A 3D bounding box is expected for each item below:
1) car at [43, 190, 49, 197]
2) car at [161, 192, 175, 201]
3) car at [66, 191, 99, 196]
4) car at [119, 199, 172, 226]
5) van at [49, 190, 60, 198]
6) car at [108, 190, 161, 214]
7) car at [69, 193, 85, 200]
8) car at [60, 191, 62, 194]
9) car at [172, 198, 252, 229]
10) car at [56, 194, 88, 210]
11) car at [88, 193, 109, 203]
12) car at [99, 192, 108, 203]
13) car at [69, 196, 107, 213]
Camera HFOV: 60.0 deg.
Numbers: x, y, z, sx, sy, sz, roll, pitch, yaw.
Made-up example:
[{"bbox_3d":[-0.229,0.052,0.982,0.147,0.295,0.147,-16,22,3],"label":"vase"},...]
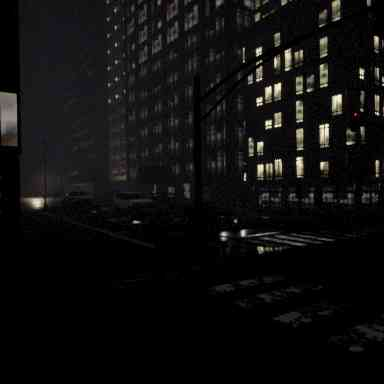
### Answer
[{"bbox_3d":[-35.695,0.688,84.636,2.008,1.369,4.403,-1,1,-35],"label":"car"},{"bbox_3d":[-3.665,0.963,38.196,2.192,1.841,5.009,-1,1,-35],"label":"car"},{"bbox_3d":[-14.763,0.867,44.082,2.150,2.045,5.566,-1,1,-36],"label":"car"},{"bbox_3d":[-2.905,1.455,22.389,2.008,1.369,4.403,-1,1,-35],"label":"car"},{"bbox_3d":[-32.492,0.531,79.989,1.690,1.788,3.998,-1,1,-35],"label":"van"},{"bbox_3d":[-5.418,1.010,30.523,2.150,2.045,5.566,-1,1,-35],"label":"car"},{"bbox_3d":[-22.883,0.889,66.061,1.887,1.381,4.507,-1,1,-35],"label":"car"},{"bbox_3d":[-26.086,0.733,70.704,1.967,1.590,4.097,-1,1,-35],"label":"car"},{"bbox_3d":[1.105,1.382,21.071,2.128,1.511,4.902,-1,1,-35],"label":"car"},{"bbox_3d":[-13.743,1.289,38.052,2.008,1.369,4.403,-1,1,-35],"label":"car"},{"bbox_3d":[-15.965,0.919,56.809,1.882,1.535,5.008,-1,1,-35],"label":"car"},{"bbox_3d":[-13.824,1.115,48.264,2.033,1.411,5.357,-1,1,-34],"label":"car"},{"bbox_3d":[-10.539,1.354,33.408,1.947,1.339,4.313,-1,1,-35],"label":"car"}]
